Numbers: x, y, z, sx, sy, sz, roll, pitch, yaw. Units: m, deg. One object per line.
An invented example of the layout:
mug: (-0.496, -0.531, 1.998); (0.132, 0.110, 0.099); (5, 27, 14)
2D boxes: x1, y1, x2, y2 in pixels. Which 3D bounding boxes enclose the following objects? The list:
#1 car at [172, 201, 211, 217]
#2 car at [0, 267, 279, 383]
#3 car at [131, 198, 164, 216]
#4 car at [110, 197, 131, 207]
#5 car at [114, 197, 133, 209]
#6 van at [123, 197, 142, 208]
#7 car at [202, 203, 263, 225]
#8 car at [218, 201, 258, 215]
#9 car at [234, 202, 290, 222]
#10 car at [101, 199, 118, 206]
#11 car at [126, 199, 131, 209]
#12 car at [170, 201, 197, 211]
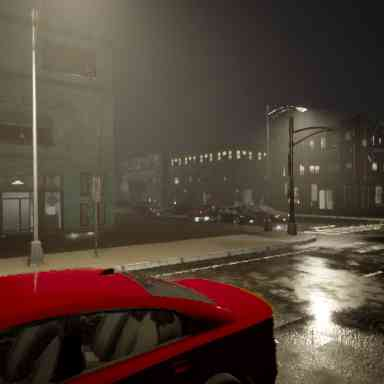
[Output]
car: (-0.295, 1.895, 35.756); (1.994, 1.385, 4.181); (-1, 0, -37)
car: (-1.463, 1.477, 2.640); (5.008, 1.535, 1.882); (0, 0, -36)
car: (-4.842, 1.845, 37.678); (1.967, 1.590, 4.097); (-1, 0, -35)
car: (-14.066, 1.939, 65.087); (2.192, 1.841, 5.009); (-1, 0, -35)
car: (-11.362, 2.087, 56.846); (1.812, 1.442, 4.674); (-1, 0, -35)
van: (-10.856, 1.906, 60.577); (1.690, 1.788, 3.998); (-1, 0, -35)
car: (3.108, 1.814, 26.302); (1.947, 1.339, 4.313); (-2, 0, -35)
car: (5.197, 1.809, 38.030); (2.008, 1.369, 4.403); (-2, 0, -35)
car: (5.514, 1.764, 27.614); (2.033, 1.411, 5.357); (-1, 0, -36)
car: (-17.270, 2.226, 69.596); (1.887, 1.381, 4.507); (-1, 0, -35)
car: (-6.392, 1.998, 44.358); (2.033, 1.411, 5.357); (-1, 0, -35)
car: (-1.221, 1.965, 47.049); (1.802, 1.307, 4.206); (-2, 0, -35)
